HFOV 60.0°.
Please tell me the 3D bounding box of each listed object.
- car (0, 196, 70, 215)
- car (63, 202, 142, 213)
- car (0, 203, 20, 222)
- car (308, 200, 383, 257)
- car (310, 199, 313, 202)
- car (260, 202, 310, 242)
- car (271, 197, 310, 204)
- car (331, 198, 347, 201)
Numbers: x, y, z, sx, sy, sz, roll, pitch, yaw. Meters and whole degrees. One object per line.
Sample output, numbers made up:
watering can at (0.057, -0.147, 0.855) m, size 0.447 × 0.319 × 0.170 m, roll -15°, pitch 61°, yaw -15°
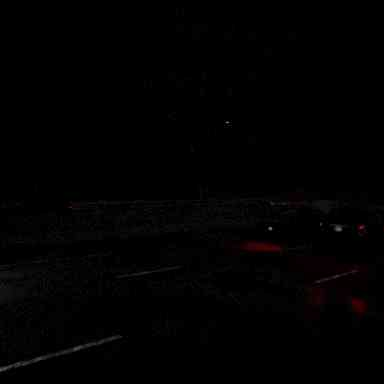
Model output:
car at (-12.029, 1.371, 25.570) m, size 5.566 × 2.045 × 2.150 m, roll 0°, pitch 0°, yaw -36°
car at (-5.413, 1.576, 21.734) m, size 5.008 × 1.535 × 1.882 m, roll 0°, pitch 0°, yaw -36°
car at (-16.514, 1.704, 26.625) m, size 4.674 × 1.442 × 1.812 m, roll 0°, pitch 0°, yaw -36°
car at (6.978, 1.349, 13.206) m, size 4.553 × 1.767 × 2.097 m, roll 0°, pitch 0°, yaw -36°
car at (16.496, 1.612, 50.726) m, size 4.892 × 1.490 × 1.837 m, roll 0°, pitch -1°, yaw -36°
car at (5.539, 1.491, 16.488) m, size 5.008 × 1.535 × 1.882 m, roll 0°, pitch 0°, yaw -36°
car at (10.870, 1.393, 37.971) m, size 4.553 × 1.767 × 2.097 m, roll 0°, pitch 0°, yaw -36°
car at (22.445, 1.640, 50.722) m, size 4.674 × 1.442 × 1.812 m, roll 0°, pitch -1°, yaw -36°
